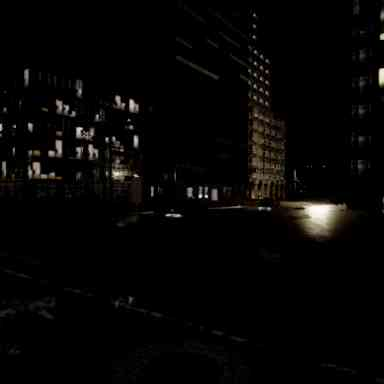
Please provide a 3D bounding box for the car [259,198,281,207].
[{"bbox_3d":[12.384,1.682,53.002,1.895,1.301,4.718,1,0,37],"label":"car"}]

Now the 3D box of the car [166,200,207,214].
[{"bbox_3d":[-0.465,1.529,35.927,2.033,1.411,5.357,1,0,37],"label":"car"}]
